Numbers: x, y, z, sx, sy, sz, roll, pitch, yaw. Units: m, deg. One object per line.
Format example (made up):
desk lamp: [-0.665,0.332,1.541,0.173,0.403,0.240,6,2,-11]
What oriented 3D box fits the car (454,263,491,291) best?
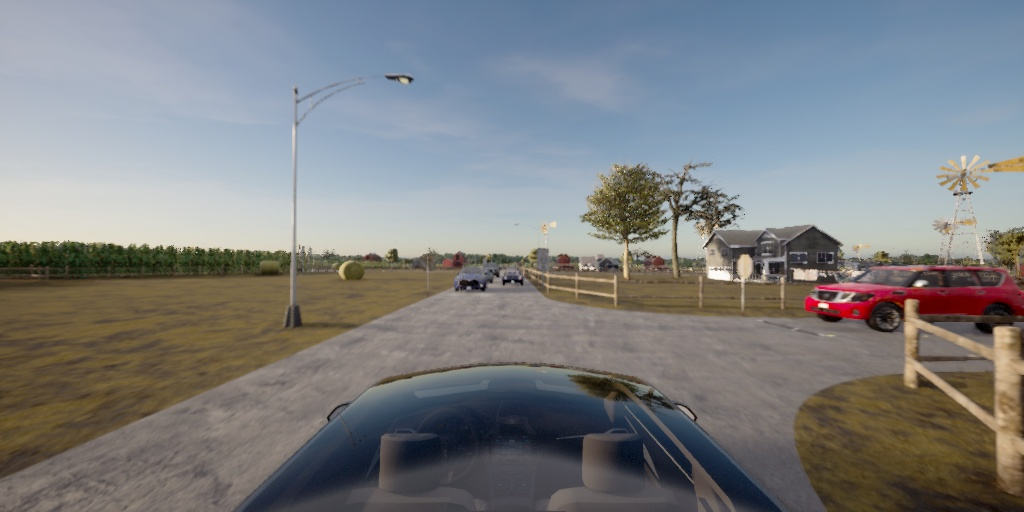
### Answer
car: [-2.844,1.541,25.640,2.097,1.767,4.553,0,-1,-1]

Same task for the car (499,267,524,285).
car: [0.073,1.940,32.405,1.895,1.301,4.718,0,-1,0]

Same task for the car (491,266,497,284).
car: [-2.878,1.973,35.492,1.994,1.385,4.181,0,-1,0]

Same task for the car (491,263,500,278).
car: [-2.876,1.977,50.238,2.150,2.045,5.566,0,-1,0]

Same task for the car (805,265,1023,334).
car: [12.974,1.311,11.735,5.566,2.045,2.150,1,0,1]
